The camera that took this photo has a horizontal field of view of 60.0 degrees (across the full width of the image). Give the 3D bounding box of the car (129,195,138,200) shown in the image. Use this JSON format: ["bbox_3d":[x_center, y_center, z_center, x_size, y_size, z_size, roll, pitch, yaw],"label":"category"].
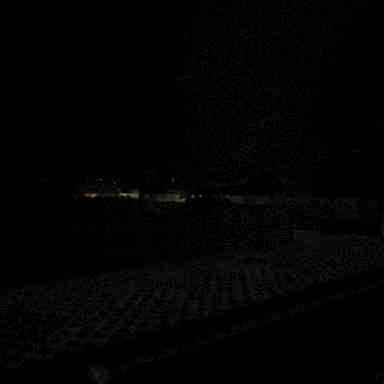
[{"bbox_3d":[-9.571,1.147,48.079,1.882,1.535,5.008,0,0,-35],"label":"car"}]

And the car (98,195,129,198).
[{"bbox_3d":[-10.601,1.221,44.596,1.812,1.442,4.674,0,0,-35],"label":"car"}]

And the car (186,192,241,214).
[{"bbox_3d":[1.642,1.019,27.320,2.150,2.045,5.566,0,1,-35],"label":"car"}]

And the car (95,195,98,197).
[{"bbox_3d":[-15.463,1.172,56.269,2.033,1.411,5.357,0,0,-35],"label":"car"}]
